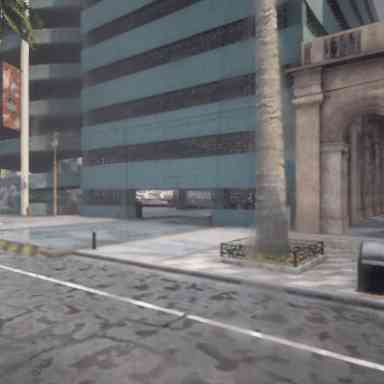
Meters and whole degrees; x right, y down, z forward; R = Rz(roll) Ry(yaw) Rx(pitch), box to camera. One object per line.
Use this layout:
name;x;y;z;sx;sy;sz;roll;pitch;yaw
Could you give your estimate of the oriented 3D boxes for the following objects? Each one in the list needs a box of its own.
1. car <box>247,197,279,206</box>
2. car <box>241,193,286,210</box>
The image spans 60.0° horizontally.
car;11.486;1.490;53.903;4.674;1.452;2.002;0;0;36
car;6.497;1.108;25.458;5.566;2.045;2.435;0;0;36
